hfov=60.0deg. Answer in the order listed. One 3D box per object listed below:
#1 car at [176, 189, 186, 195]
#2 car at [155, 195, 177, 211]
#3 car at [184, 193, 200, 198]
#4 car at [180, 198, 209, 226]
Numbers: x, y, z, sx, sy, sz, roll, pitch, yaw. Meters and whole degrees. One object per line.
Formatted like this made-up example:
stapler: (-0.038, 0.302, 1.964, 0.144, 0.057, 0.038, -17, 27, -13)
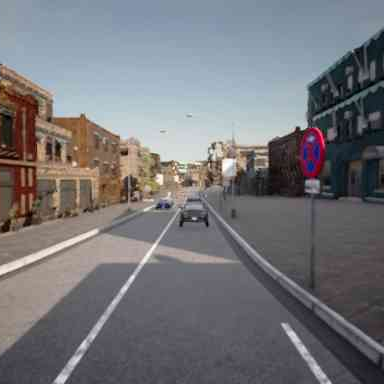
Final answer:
car: (-2.588, 0.265, 78.848, 2.150, 2.045, 5.566, 0, 1, 0)
car: (-2.979, 1.321, 36.961, 1.895, 1.301, 4.718, 0, 1, 1)
car: (0.255, 1.143, 42.177, 1.882, 1.535, 5.008, 0, 1, 0)
car: (0.145, 1.396, 22.324, 1.812, 1.442, 4.674, 0, 1, 0)
